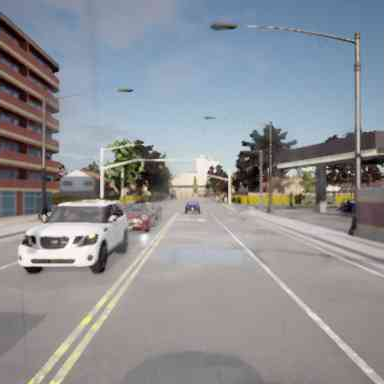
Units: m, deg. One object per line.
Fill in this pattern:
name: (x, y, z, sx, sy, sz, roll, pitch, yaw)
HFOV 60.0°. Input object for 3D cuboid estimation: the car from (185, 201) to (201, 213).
car: (0.083, 1.846, 41.460, 1.812, 1.442, 4.674, 0, 0, 0)

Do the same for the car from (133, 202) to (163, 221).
car: (-3.502, 1.524, 27.281, 1.895, 1.301, 4.718, 0, 0, 0)

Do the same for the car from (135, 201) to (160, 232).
car: (-3.556, 1.518, 21.444, 2.097, 1.767, 4.553, 0, 0, 0)

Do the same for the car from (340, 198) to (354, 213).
car: (20.269, 1.603, 39.794, 4.611, 1.667, 2.242, 0, 0, 1)

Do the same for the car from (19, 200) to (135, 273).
car: (-3.592, 1.310, 11.314, 2.150, 2.045, 5.566, 0, 0, 0)
